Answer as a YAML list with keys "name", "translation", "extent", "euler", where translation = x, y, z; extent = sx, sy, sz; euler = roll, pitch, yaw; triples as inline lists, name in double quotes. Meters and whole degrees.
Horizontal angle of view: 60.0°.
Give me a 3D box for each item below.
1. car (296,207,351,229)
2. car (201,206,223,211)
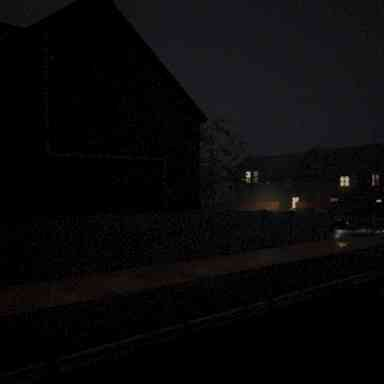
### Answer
- name: "car"
  translation: [8.978, 1.841, 24.001]
  extent: [1.812, 1.442, 4.674]
  euler: [-1, -1, -36]
- name: "car"
  translation: [1.952, 2.149, 33.820]
  extent: [2.033, 1.411, 5.357]
  euler: [-1, -1, -36]
